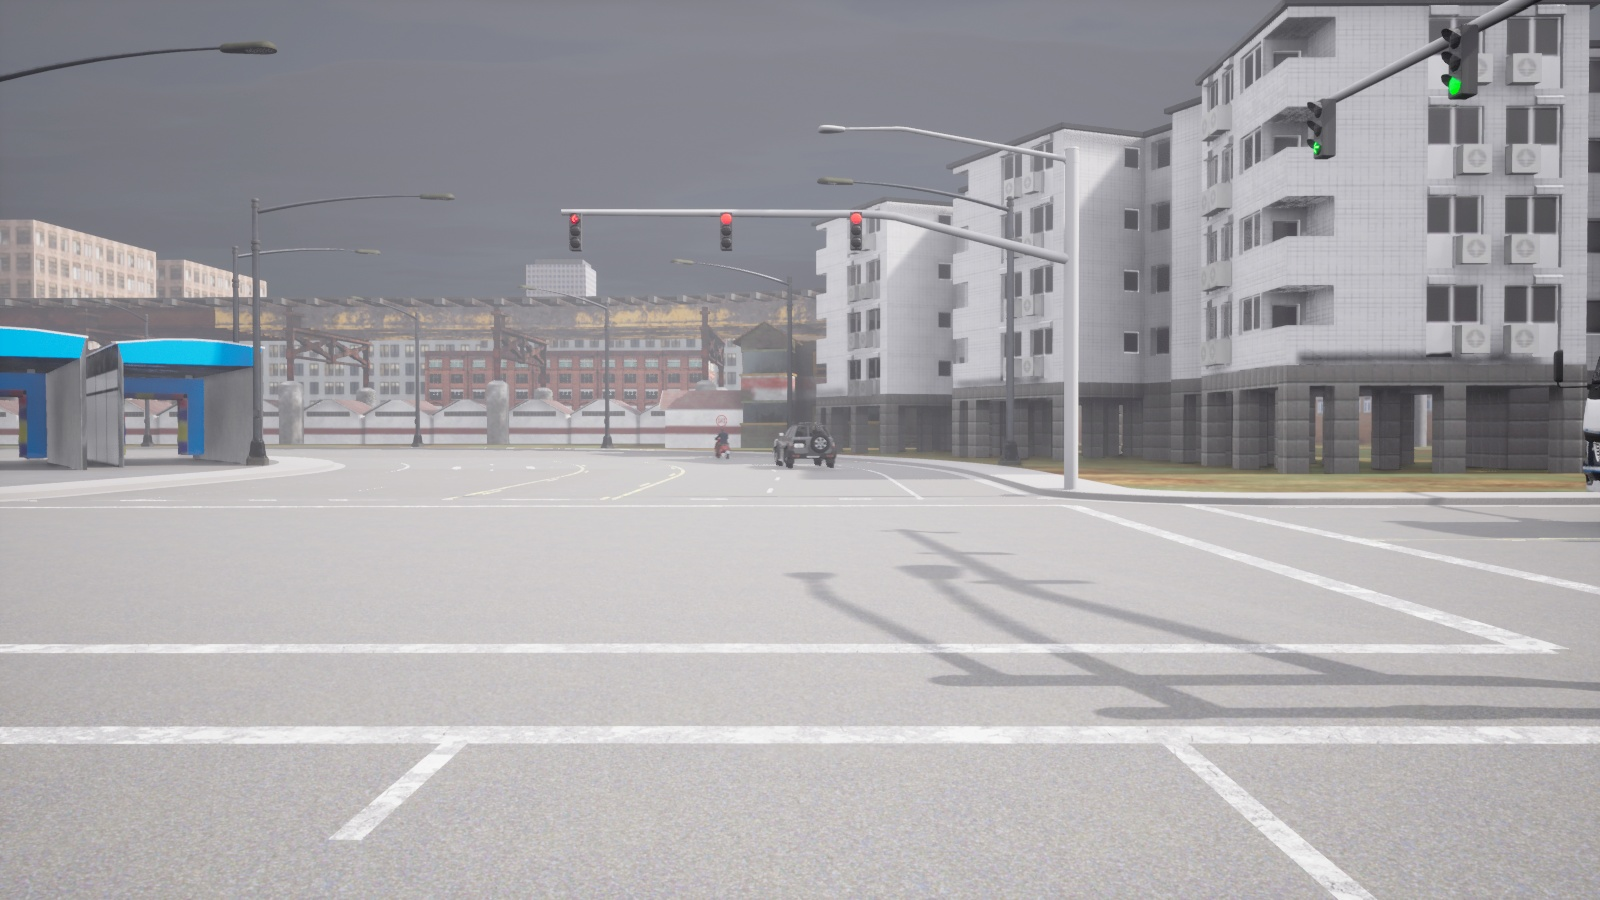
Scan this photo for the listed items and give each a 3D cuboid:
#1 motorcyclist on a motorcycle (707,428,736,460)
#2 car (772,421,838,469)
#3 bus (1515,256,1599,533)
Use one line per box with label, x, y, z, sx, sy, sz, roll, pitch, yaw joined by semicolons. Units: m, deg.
motorcyclist on a motorcycle;-3.981;-0.324;63.809;0.866;1.590;1.817;-1;1;-24
car;0.139;-0.231;50.943;1.932;1.855;4.605;0;1;-9
bus;17.421;-0.860;19.572;10.273;4.253;3.944;0;1;-1
